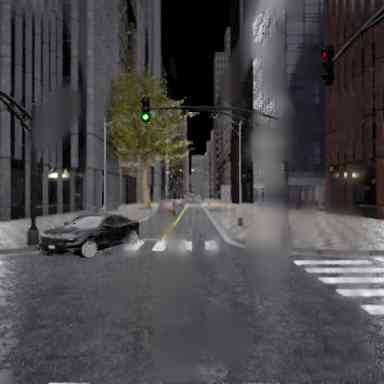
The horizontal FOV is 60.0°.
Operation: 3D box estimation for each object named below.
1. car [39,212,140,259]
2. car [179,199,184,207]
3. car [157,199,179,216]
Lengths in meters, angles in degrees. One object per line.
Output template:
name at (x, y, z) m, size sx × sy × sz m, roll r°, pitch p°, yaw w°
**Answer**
car at (-3.939, 1.618, 13.663) m, size 1.882 × 1.535 × 5.008 m, roll 1°, pitch 0°, yaw 19°
car at (-2.598, 2.137, 62.698) m, size 1.812 × 1.442 × 4.674 m, roll 0°, pitch -1°, yaw 0°
car at (-2.756, 1.843, 37.144) m, size 1.882 × 1.535 × 5.008 m, roll 0°, pitch 0°, yaw 0°
